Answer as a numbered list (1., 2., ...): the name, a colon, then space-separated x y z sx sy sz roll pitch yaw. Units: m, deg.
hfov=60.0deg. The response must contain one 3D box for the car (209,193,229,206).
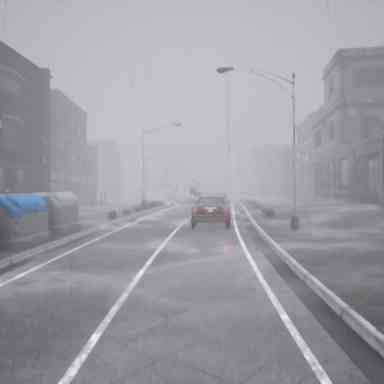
1. car: 3.151 0.834 37.860 2.033 1.411 5.357 0 0 7

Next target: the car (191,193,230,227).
1. car: 1.143 0.930 19.413 2.097 1.767 4.553 0 1 5
